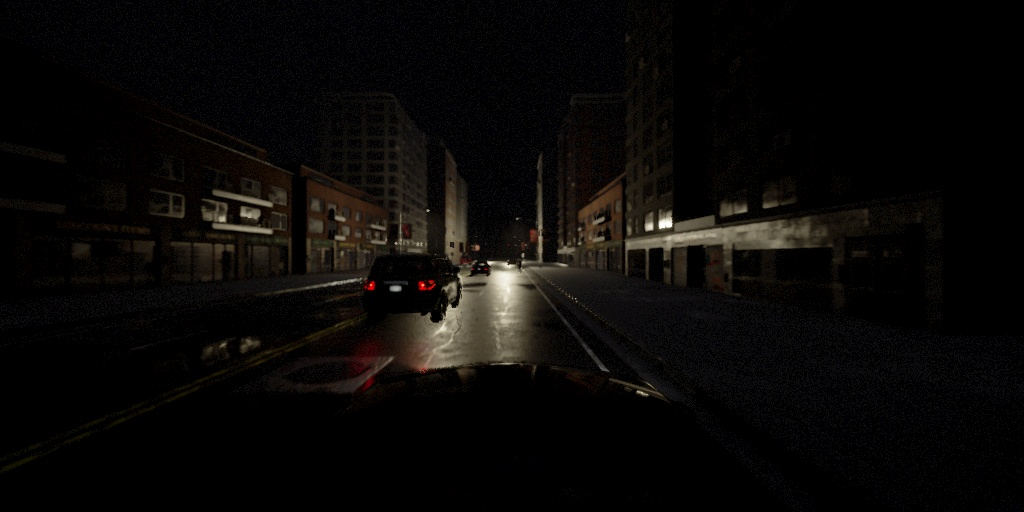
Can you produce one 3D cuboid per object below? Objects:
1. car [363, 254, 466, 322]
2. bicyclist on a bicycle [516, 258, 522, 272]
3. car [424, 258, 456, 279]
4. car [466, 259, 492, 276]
[{"bbox_3d":[-3.147,0.973,12.391,2.150,2.045,5.566,0,0,0],"label":"car"},{"bbox_3d":[0.905,1.208,40.602,0.582,1.620,1.656,0,0,0],"label":"bicyclist on a bicycle"},{"bbox_3d":[-6.580,1.106,33.390,2.097,1.767,4.553,0,0,0],"label":"car"},{"bbox_3d":[-3.139,1.302,36.899,2.033,1.411,5.357,0,0,0],"label":"car"}]
